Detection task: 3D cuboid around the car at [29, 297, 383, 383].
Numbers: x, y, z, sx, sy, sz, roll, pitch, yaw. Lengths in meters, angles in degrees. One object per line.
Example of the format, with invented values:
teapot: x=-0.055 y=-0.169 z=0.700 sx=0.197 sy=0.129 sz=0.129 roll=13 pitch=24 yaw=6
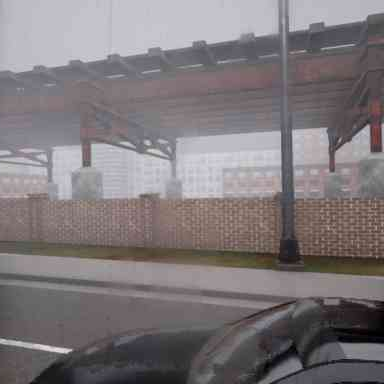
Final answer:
car: x=0.991 y=1.524 z=2.171 sx=4.674 sy=1.442 sz=1.812 roll=0 pitch=0 yaw=16
